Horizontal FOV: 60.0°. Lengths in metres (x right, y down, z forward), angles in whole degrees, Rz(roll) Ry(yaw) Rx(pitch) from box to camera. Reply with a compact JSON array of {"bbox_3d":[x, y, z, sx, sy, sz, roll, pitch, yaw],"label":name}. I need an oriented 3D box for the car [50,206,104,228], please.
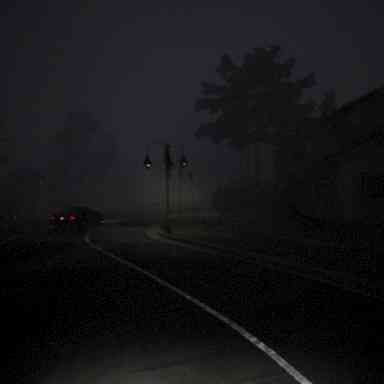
[{"bbox_3d":[-7.914,1.689,23.316,2.033,1.411,5.357,-1,0,5],"label":"car"}]
